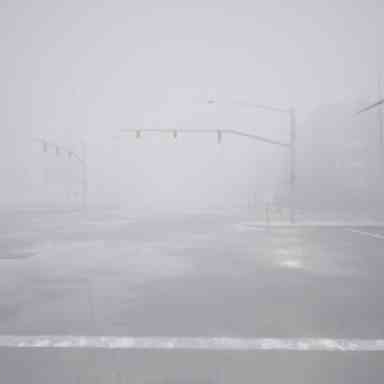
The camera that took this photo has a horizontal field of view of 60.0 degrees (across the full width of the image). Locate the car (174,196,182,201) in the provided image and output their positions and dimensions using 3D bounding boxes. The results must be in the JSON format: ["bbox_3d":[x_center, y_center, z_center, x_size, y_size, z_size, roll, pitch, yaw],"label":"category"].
[{"bbox_3d":[-3.582,1.609,86.422,1.895,1.301,4.718,0,0,0],"label":"car"}]

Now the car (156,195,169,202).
[{"bbox_3d":[-7.071,1.677,76.417,1.895,1.301,4.718,0,0,0],"label":"car"}]

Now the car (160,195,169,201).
[{"bbox_3d":[-7.082,1.554,86.388,2.033,1.411,5.357,0,0,0],"label":"car"}]

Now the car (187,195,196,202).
[{"bbox_3d":[-0.071,1.607,75.978,2.128,1.511,4.902,0,0,0],"label":"car"}]

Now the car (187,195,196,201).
[{"bbox_3d":[-0.082,1.540,86.396,2.128,1.511,4.902,0,0,0],"label":"car"}]

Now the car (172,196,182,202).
[{"bbox_3d":[-3.571,1.606,76.391,1.812,1.442,4.674,0,0,0],"label":"car"}]

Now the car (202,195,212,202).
[{"bbox_3d":[3.429,1.635,76.399,1.994,1.385,4.181,0,0,0],"label":"car"}]

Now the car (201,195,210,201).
[{"bbox_3d":[3.418,1.554,86.399,2.033,1.411,5.357,0,0,0],"label":"car"}]
